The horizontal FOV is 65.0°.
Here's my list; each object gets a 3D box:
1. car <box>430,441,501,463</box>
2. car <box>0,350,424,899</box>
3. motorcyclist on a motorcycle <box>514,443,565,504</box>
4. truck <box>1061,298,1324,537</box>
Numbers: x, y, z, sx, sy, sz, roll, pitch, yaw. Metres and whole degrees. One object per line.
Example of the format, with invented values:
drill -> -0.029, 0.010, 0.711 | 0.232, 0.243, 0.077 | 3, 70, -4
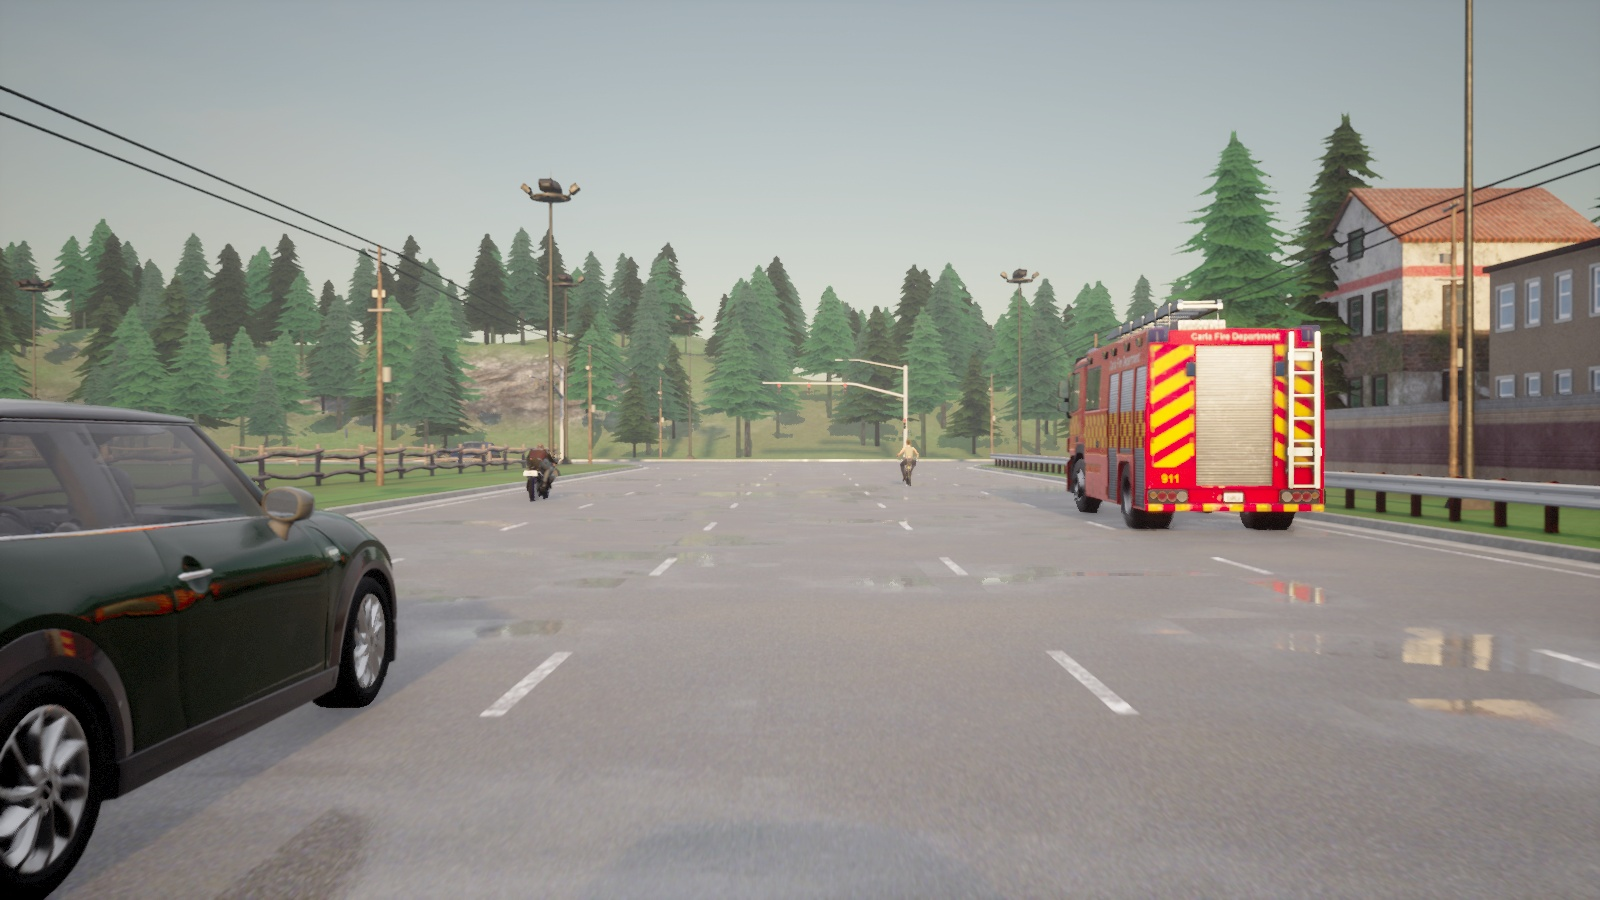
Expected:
car -> -25.550, 0.115, 96.020 | 4.856, 1.649, 2.033 | 0, 0, 2
car -> -3.452, 0.570, 5.715 | 2.097, 1.767, 4.553 | 0, 0, 0
motorcyclist on a motorcycle -> -6.797, 0.591, 32.842 | 0.866, 1.530, 2.191 | 0, 0, 0
truck -> 7.198, -0.550, 24.455 | 2.891, 3.827, 8.468 | 0, 0, 3
